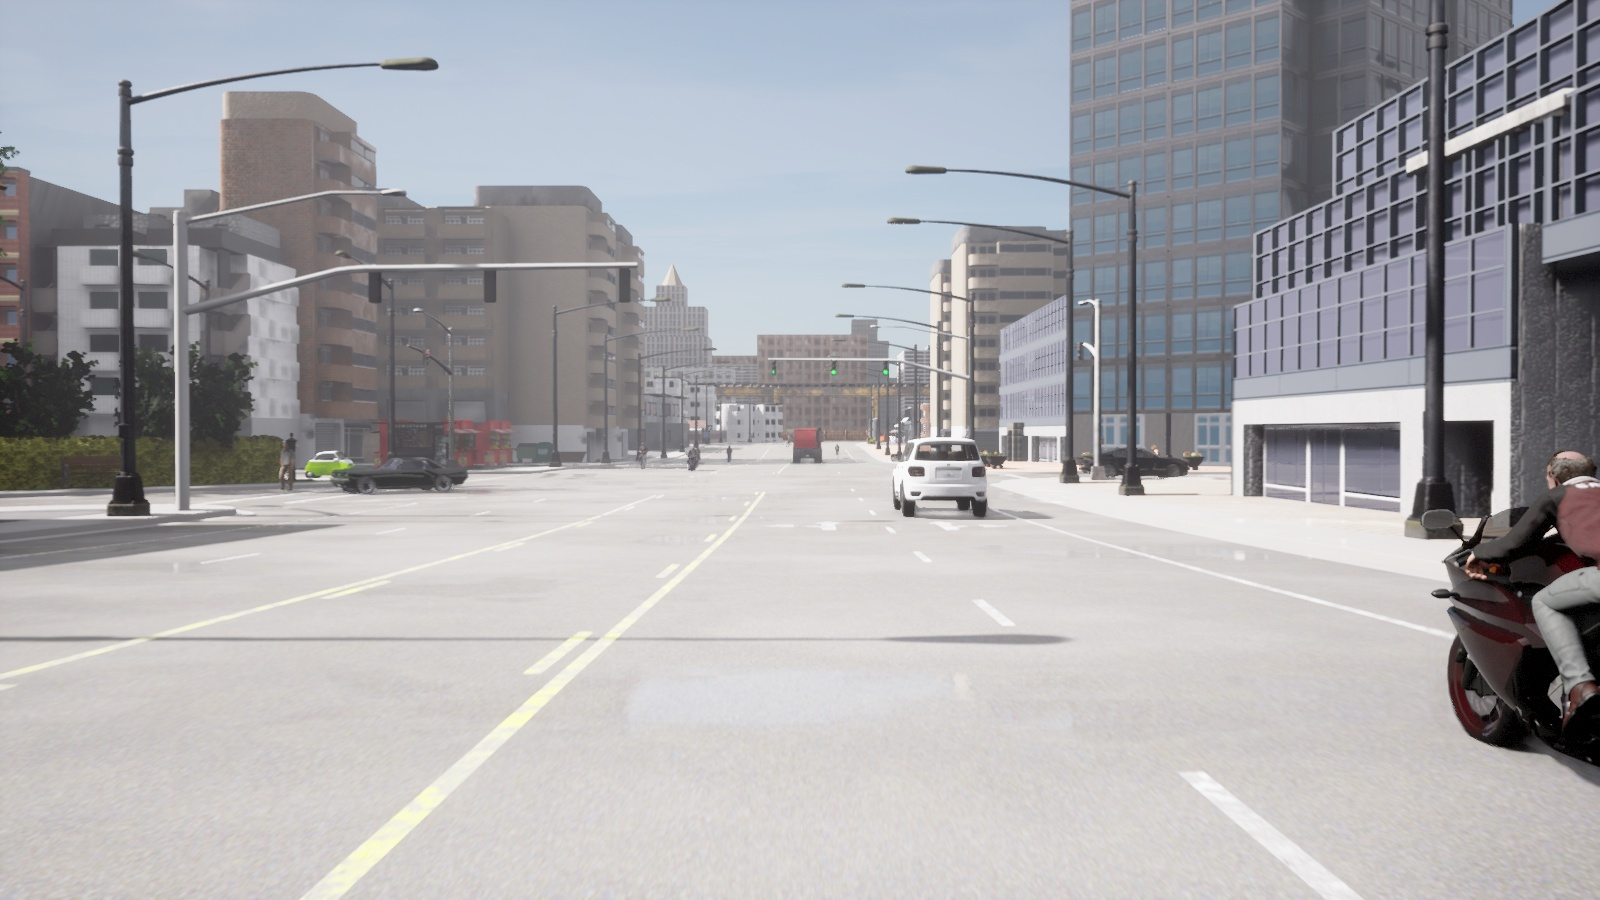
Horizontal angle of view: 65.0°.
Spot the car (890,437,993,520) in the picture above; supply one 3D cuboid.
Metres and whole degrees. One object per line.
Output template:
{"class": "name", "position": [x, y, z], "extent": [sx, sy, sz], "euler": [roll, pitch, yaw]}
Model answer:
{"class": "car", "position": [3.710, 0.689, 33.927], "extent": [2.150, 2.045, 5.566], "euler": [0, 0, 0]}

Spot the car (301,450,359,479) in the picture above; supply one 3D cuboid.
{"class": "car", "position": [-22.699, 0.687, 60.674], "extent": [2.207, 1.376, 1.481], "euler": [0, 1, 1]}

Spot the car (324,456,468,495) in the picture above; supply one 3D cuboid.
{"class": "car", "position": [-15.007, 0.928, 46.742], "extent": [4.718, 1.301, 1.895], "euler": [-1, 1, -38]}

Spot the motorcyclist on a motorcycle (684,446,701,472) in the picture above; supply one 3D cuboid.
{"class": "motorcyclist on a motorcycle", "position": [-6.547, 0.550, 76.547], "extent": [0.866, 1.530, 2.191], "euler": [0, 0, 0]}

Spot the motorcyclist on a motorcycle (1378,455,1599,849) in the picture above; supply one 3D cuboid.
{"class": "motorcyclist on a motorcycle", "position": [3.548, 0.789, 5.683], "extent": [0.866, 1.530, 2.191], "euler": [0, 0, 0]}

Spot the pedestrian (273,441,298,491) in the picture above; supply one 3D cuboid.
{"class": "pedestrian", "position": [-19.154, 0.587, 46.763], "extent": [0.540, 1.848, 0.694], "euler": [0, 1, 12]}

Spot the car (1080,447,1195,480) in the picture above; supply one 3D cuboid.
{"class": "car", "position": [16.150, 0.646, 60.201], "extent": [5.008, 1.535, 1.882], "euler": [0, 1, 0]}
